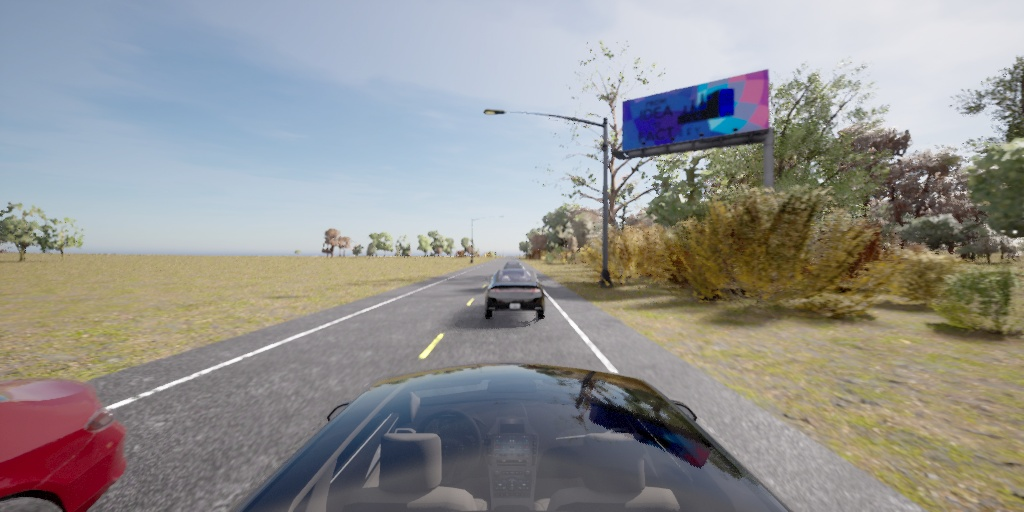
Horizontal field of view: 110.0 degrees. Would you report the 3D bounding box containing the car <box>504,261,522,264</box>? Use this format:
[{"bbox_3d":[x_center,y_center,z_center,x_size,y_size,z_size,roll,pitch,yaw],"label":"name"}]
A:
[{"bbox_3d":[0.100,1.172,34.674,1.994,1.385,4.181,0,0,0],"label":"car"}]

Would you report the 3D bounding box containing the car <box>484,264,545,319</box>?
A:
[{"bbox_3d":[0.092,1.195,12.572,2.128,1.511,4.902,0,0,0],"label":"car"}]

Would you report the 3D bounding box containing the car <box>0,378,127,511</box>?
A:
[{"bbox_3d":[-3.590,1.281,0.552,1.812,1.442,4.674,0,0,0],"label":"car"}]
